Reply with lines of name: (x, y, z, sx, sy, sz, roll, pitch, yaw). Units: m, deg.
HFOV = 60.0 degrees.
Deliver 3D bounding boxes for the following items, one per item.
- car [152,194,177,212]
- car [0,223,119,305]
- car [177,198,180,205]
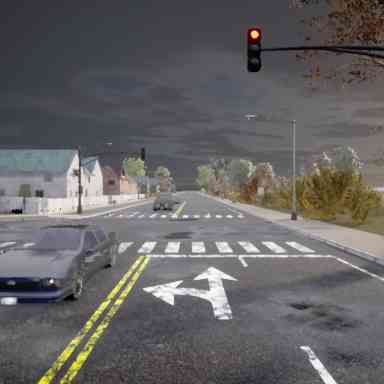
car: (-3.193, 1.301, 38.133, 2.150, 2.045, 5.566, 0, 2, 0)
car: (-3.238, 1.546, 8.554, 2.033, 1.411, 5.357, 0, 0, 0)
car: (-3.165, 1.538, 57.219, 1.994, 1.385, 4.181, 0, 1, 0)
